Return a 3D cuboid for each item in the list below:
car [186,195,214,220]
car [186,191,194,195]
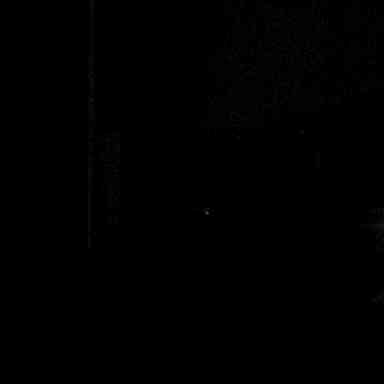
[{"bbox_3d":[-0.364,1.216,24.819,2.128,1.511,4.902,0,0,-36],"label":"car"},{"bbox_3d":[-1.704,0.906,43.651,2.150,2.045,5.566,0,0,-36],"label":"car"}]
